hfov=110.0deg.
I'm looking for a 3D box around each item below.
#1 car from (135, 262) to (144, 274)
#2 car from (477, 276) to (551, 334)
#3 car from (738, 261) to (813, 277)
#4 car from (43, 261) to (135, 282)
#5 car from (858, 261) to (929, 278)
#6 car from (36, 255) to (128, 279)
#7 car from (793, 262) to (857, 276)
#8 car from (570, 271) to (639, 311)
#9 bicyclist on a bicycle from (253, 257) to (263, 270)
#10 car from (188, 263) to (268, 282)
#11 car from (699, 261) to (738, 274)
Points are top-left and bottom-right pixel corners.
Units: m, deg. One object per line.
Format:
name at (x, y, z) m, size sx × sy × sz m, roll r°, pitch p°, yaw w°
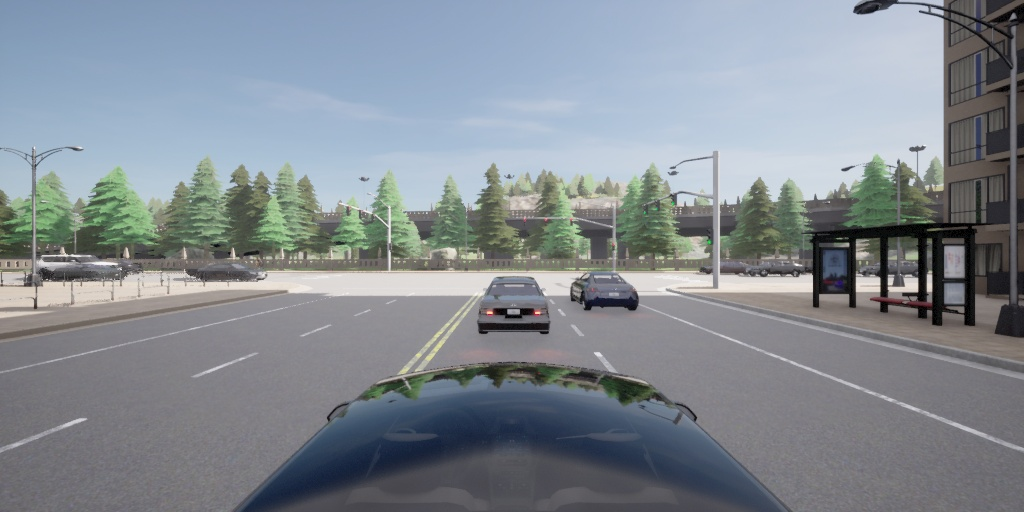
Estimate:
car at (-41.806, 1.186, 37.635) m, size 4.902 × 1.511 × 2.128 m, roll 0°, pitch 0°, yaw -4°
car at (0.060, 1.297, 10.545) m, size 2.033 × 1.411 × 5.357 m, roll 0°, pitch 0°, yaw 1°
car at (24.528, 1.186, 33.550) m, size 4.902 × 1.511 × 2.128 m, roll 0°, pitch 0°, yaw 2°
car at (-31.885, 1.259, 27.122) m, size 4.181 × 1.385 × 1.994 m, roll 0°, pitch 0°, yaw 0°
car at (34.862, 1.186, 32.917) m, size 4.902 × 1.511 × 2.128 m, roll 0°, pitch 0°, yaw 8°
car at (-36.987, 0.919, 30.635) m, size 5.566 × 2.045 × 2.150 m, roll 0°, pitch 0°, yaw -1°
car at (31.991, 1.295, 36.729) m, size 4.718 × 1.301 × 1.895 m, roll 0°, pitch 0°, yaw 4°
car at (3.580, 1.314, 14.556) m, size 1.994 × 1.385 × 4.181 m, roll 0°, pitch 0°, yaw 0°
bicyclist on a bicycle at (-29.460, 0.995, 41.648) m, size 0.582 × 1.620 × 1.656 m, roll 0°, pitch 0°, yaw 1°
car at (-21.091, 1.220, 27.054) m, size 4.674 × 1.442 × 1.812 m, roll 0°, pitch 0°, yaw 1°
car at (22.412, 1.242, 37.131) m, size 5.357 × 1.411 × 2.033 m, roll 0°, pitch 0°, yaw 1°
